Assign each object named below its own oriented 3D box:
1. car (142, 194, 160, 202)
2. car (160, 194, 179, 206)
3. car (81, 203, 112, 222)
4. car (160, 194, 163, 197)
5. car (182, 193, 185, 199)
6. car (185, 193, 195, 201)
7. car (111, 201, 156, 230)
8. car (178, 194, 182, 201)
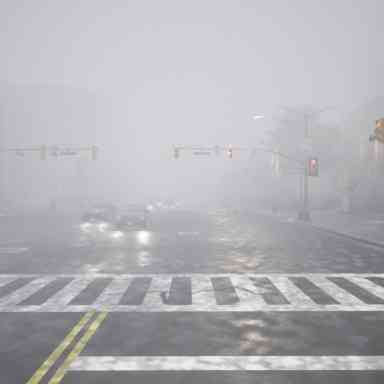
[{"bbox_3d":[-7.167,1.491,55.587,2.128,1.511,4.902,0,0,0],"label":"car"},{"bbox_3d":[-3.671,1.547,56.060,2.033,1.411,5.357,0,0,0],"label":"car"},{"bbox_3d":[-7.130,1.547,26.519,2.033,1.411,5.357,0,0,0],"label":"car"},{"bbox_3d":[-7.162,1.601,68.688,1.895,1.301,4.718,0,0,0],"label":"car"},{"bbox_3d":[-4.335,1.355,86.140,2.097,1.767,4.553,0,0,-29],"label":"car"},{"bbox_3d":[-1.292,1.225,87.845,2.150,2.045,5.566,0,0,-29],"label":"car"},{"bbox_3d":[-3.624,1.526,21.451,1.812,1.442,4.674,0,0,0],"label":"car"},{"bbox_3d":[-3.658,1.564,69.057,1.994,1.385,4.181,0,0,0],"label":"car"}]
